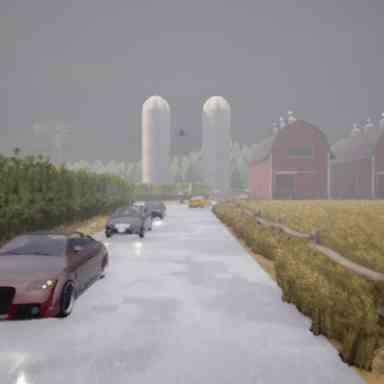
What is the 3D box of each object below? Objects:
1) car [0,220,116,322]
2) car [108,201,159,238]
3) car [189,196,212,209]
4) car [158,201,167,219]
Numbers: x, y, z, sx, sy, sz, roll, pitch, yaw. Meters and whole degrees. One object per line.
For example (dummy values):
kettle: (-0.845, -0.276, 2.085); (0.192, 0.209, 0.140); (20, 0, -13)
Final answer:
car: (-3.195, 1.557, 7.243); (1.994, 1.385, 4.181); (0, 0, 0)
car: (-3.193, 1.459, 17.598); (2.128, 1.511, 4.902); (0, 0, 0)
car: (1.138, 1.256, 42.404); (1.882, 1.535, 5.008); (-1, 0, 19)
car: (-3.160, 1.457, 28.069); (2.033, 1.411, 5.357); (0, 0, 0)
